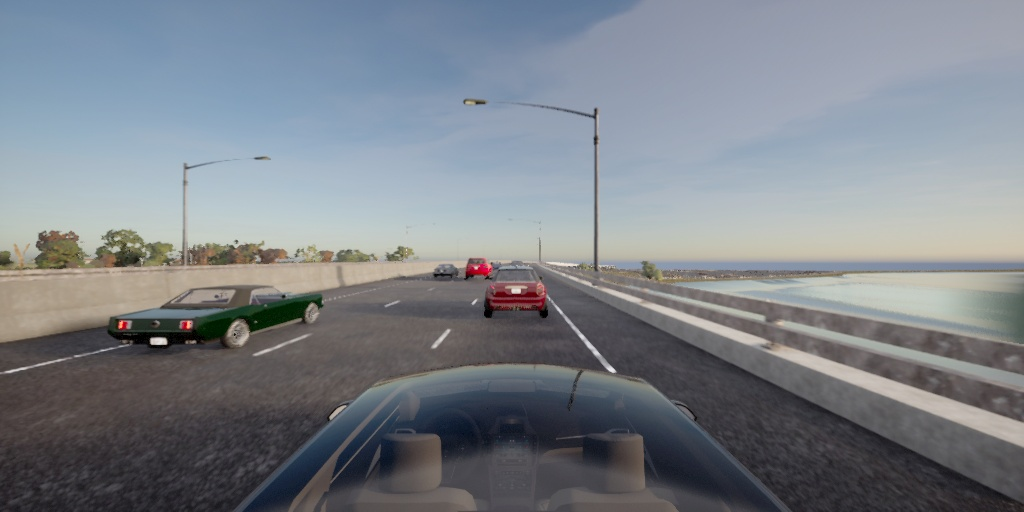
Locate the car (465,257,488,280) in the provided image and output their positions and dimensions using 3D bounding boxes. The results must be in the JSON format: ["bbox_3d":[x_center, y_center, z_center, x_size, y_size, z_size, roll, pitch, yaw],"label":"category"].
[{"bbox_3d":[-3.092,1.145,33.968,2.150,2.045,5.566,0,0,1],"label":"car"}]

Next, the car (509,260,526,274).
[{"bbox_3d":[0.689,1.356,46.408,2.097,1.767,4.553,0,0,1],"label":"car"}]

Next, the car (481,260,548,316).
[{"bbox_3d":[0.148,1.164,13.748,2.097,1.767,4.553,0,0,0],"label":"car"}]

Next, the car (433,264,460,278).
[{"bbox_3d":[-6.560,1.482,36.221,2.033,1.411,5.357,0,0,1],"label":"car"}]

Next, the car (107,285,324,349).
[{"bbox_3d":[-6.886,1.385,9.225,1.895,1.301,4.718,0,0,0],"label":"car"}]
